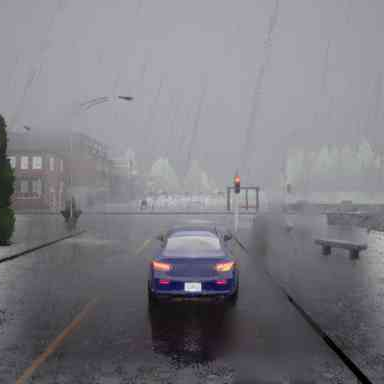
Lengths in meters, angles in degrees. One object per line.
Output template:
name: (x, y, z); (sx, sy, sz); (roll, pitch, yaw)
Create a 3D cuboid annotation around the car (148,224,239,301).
car: (0.041, 1.526, 8.225); (1.812, 1.442, 4.674); (0, 0, 1)
